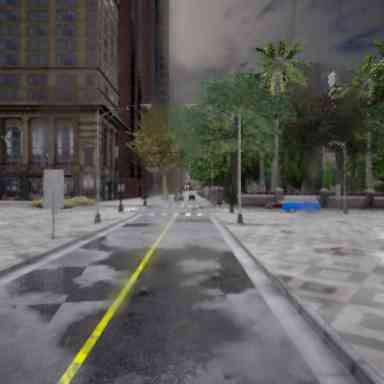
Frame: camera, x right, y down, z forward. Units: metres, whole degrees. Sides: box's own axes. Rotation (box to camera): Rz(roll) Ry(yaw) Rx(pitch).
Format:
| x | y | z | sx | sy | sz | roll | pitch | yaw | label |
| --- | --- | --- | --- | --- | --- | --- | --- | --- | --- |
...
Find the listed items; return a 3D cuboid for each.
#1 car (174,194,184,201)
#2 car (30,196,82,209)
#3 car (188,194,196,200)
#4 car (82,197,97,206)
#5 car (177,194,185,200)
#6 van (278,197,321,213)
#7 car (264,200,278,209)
| x | y | z | sx | sy | sz | roll | pitch | yaw | label |
| --- | --- | --- | --- | --- | --- | --- | --- | --- | --- |
| -3.000 | 1.190 | 74.597 | 2.097 | 1.767 | 4.553 | 0 | 0 | 0 | car |
| -15.036 | 1.167 | 36.388 | 4.829 | 1.417 | 1.752 | 1 | -1 | 0 | car |
| 0.000 | 1.338 | 86.286 | 1.837 | 1.490 | 4.892 | 0 | 0 | 0 | car |
| -15.353 | 1.179 | 44.914 | 4.829 | 1.417 | 1.752 | 1 | -1 | 0 | car |
| -3.000 | 1.323 | 90.186 | 2.128 | 1.511 | 4.902 | 0 | 0 | 0 | car |
| 11.884 | 1.430 | 36.290 | 3.998 | 1.788 | 1.690 | 1 | -1 | 0 | van |
| 11.902 | 1.688 | 44.810 | 4.206 | 1.307 | 1.802 | 1 | -1 | 0 | car |
